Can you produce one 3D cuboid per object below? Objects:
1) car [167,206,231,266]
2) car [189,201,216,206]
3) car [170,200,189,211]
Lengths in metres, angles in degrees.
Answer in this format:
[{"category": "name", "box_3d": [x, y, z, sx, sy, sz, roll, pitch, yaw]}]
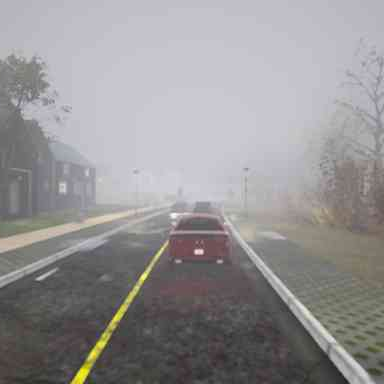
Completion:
[{"category": "car", "box_3d": [0.268, 1.481, 11.587, 1.882, 1.535, 5.008, 0, 0, 2]}, {"category": "car", "box_3d": [1.025, 1.528, 28.860, 1.837, 1.490, 4.892, 0, 0, 4]}, {"category": "car", "box_3d": [-1.287, 1.614, 37.806, 1.994, 1.385, 4.181, 0, 0, 5]}]
